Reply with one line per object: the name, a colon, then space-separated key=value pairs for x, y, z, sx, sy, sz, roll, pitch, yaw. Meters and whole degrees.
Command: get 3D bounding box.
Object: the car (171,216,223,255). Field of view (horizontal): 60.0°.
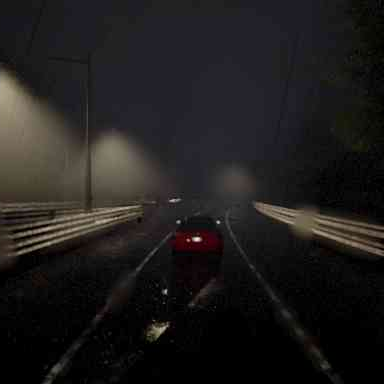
car: x=0.270 y=1.691 z=13.957 sx=1.994 sy=1.385 sz=4.181 roll=0 pitch=0 yaw=3
